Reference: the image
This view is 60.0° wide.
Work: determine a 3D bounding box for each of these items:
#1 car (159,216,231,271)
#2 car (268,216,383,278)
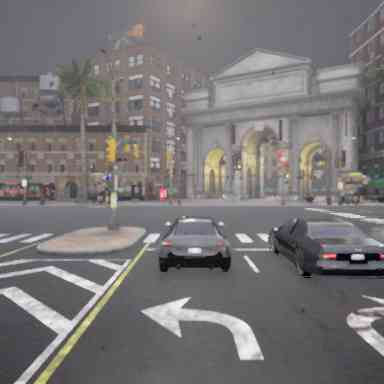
[{"bbox_3d":[0.089,1.432,10.453,1.994,1.385,4.181,0,1,0],"label":"car"},{"bbox_3d":[3.635,1.423,9.717,2.033,1.411,5.357,0,1,1],"label":"car"}]
